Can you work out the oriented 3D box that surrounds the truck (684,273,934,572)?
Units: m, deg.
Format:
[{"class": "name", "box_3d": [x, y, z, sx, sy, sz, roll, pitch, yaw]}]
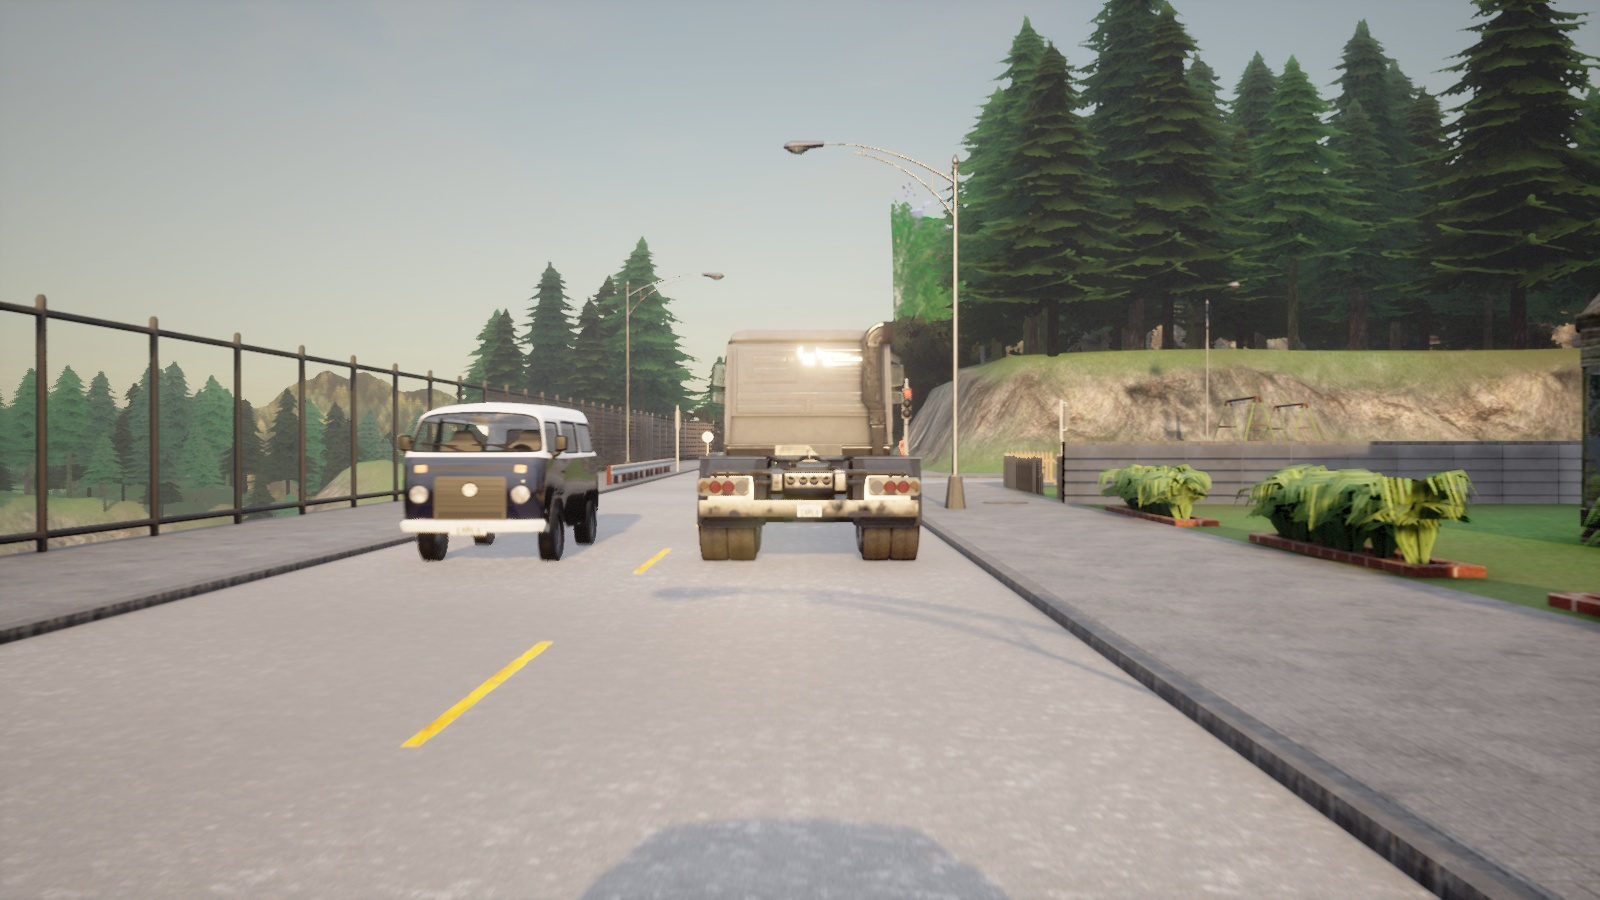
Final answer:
[{"class": "truck", "box_3d": [0.128, -0.340, 18.512, 2.891, 3.462, 7.936, 0, 0, 0]}]

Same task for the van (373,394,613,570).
[{"class": "van", "box_3d": [-3.884, 0.376, 16.740, 2.069, 2.038, 4.480, 0, 0, 0]}]
